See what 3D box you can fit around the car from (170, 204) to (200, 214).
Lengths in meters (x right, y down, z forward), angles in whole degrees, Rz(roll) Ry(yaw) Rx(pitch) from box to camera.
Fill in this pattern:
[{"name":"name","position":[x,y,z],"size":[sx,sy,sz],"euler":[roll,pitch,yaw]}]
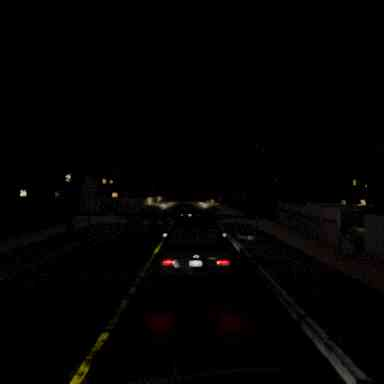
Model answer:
[{"name":"car","position":[-0.579,1.673,25.805],"size":[2.033,1.411,5.357],"euler":[1,0,-9]}]

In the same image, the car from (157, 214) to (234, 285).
[{"name":"car","position":[0.081,1.592,9.628],"size":[2.033,1.411,5.357],"euler":[0,0,0]}]
